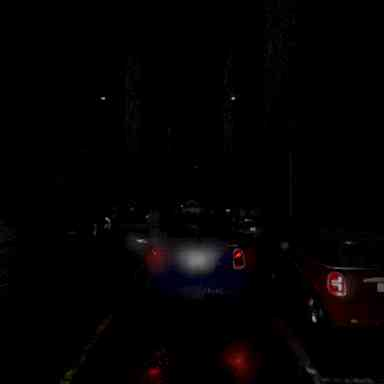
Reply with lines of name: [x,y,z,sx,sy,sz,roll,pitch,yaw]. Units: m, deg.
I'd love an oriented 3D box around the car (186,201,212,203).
car: [0.120,1.448,17.687,1.882,1.535,5.008,0,0,0]

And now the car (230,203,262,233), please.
car: [2.879,1.521,17.837,2.008,1.369,4.403,0,0,0]

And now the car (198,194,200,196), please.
car: [3.018,1.486,76.748,2.008,1.369,4.403,0,0,0]

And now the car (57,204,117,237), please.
car: [-5.646,1.536,17.850,1.947,1.339,4.313,0,0,0]

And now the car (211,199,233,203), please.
car: [2.895,1.520,28.840,1.947,1.339,4.313,0,0,0]

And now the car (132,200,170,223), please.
car: [-3.014,1.525,24.791,1.994,1.385,4.181,0,0,1]

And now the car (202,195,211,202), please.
car: [3.000,1.458,71.509,1.752,1.417,4.829,0,0,0]

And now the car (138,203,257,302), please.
car: [0.111,1.338,8.406,2.097,1.767,4.553,0,0,0]

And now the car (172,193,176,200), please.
car: [-5.507,1.486,76.772,2.008,1.369,4.403,0,0,0]

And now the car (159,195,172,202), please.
car: [-5.542,1.514,65.956,1.802,1.307,4.206,0,0,0]

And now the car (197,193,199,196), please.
car: [3.052,1.386,87.566,1.967,1.590,4.097,0,0,0]

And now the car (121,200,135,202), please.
car: [-5.631,1.394,28.853,1.967,1.590,4.097,0,0,0]

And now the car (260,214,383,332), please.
car: [2.863,1.428,6.834,1.967,1.590,4.097,0,0,0]

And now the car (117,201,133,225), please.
car: [-5.639,1.544,23.351,1.802,1.307,4.206,0,0,0]

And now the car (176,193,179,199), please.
car: [-5.455,1.480,92.828,1.752,1.417,4.829,0,0,0]

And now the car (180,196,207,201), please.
car: [0.039,1.412,27.709,1.801,1.575,5.366,0,0,0]

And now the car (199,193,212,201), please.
car: [2.982,1.372,65.930,1.967,1.590,4.097,0,0,0]
